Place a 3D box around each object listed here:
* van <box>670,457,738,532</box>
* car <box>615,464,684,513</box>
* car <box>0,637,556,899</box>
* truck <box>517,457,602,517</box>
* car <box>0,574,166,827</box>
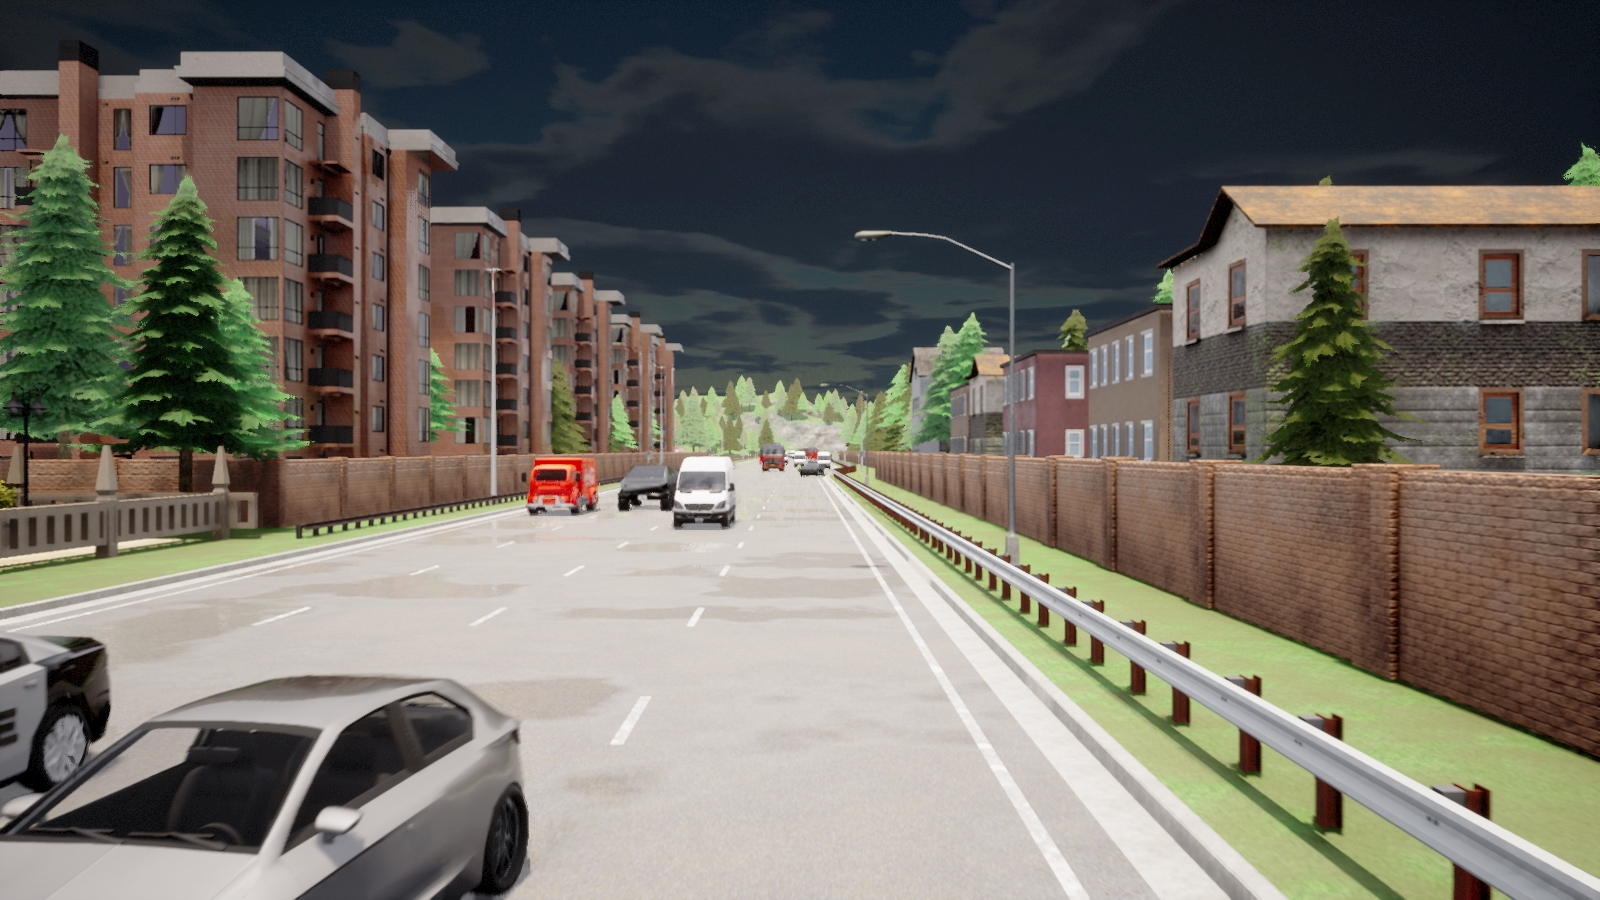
[{"bbox_3d":[-3.479,1.544,42.438,1.988,2.561,5.915,0,0,0],"label":"van"},{"bbox_3d":[-7.002,1.766,53.874,2.390,2.098,6.274,0,0,0],"label":"car"},{"bbox_3d":[-2.881,2.067,5.954,1.816,1.474,4.193,0,0,8],"label":"car"},{"bbox_3d":[-10.501,1.580,50.369,2.627,2.467,5.204,0,0,0],"label":"truck"},{"bbox_3d":[-6.999,1.984,8.106,2.097,1.638,5.238,0,0,0],"label":"car"}]
